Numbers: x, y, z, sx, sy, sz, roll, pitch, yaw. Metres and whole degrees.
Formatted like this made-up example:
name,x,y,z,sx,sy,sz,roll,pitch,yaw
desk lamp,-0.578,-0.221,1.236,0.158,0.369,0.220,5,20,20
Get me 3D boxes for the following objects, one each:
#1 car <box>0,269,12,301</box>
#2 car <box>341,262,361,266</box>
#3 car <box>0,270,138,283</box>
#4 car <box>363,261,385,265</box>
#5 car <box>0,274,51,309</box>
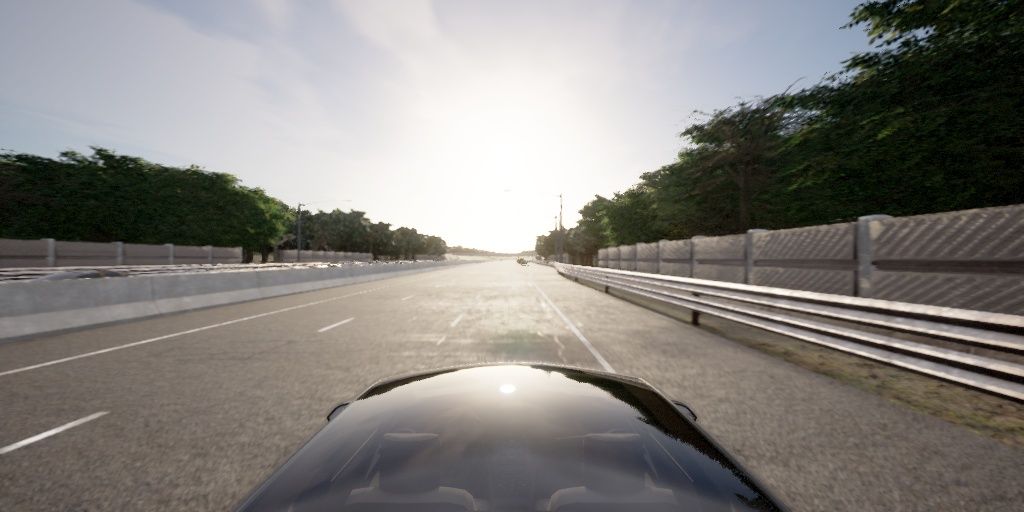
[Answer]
name,x,y,z,sx,sy,sz,roll,pitch,yaw
car,-24.598,1.337,14.522,1.837,1.490,4.892,0,0,0
car,-24.537,1.707,56.127,1.895,1.301,4.718,0,0,0
car,-17.600,1.339,14.548,1.837,1.490,4.892,0,0,0
car,-21.045,1.601,56.281,2.128,1.511,4.902,0,0,1
car,-21.101,1.426,13.323,1.895,1.301,4.718,0,0,0
